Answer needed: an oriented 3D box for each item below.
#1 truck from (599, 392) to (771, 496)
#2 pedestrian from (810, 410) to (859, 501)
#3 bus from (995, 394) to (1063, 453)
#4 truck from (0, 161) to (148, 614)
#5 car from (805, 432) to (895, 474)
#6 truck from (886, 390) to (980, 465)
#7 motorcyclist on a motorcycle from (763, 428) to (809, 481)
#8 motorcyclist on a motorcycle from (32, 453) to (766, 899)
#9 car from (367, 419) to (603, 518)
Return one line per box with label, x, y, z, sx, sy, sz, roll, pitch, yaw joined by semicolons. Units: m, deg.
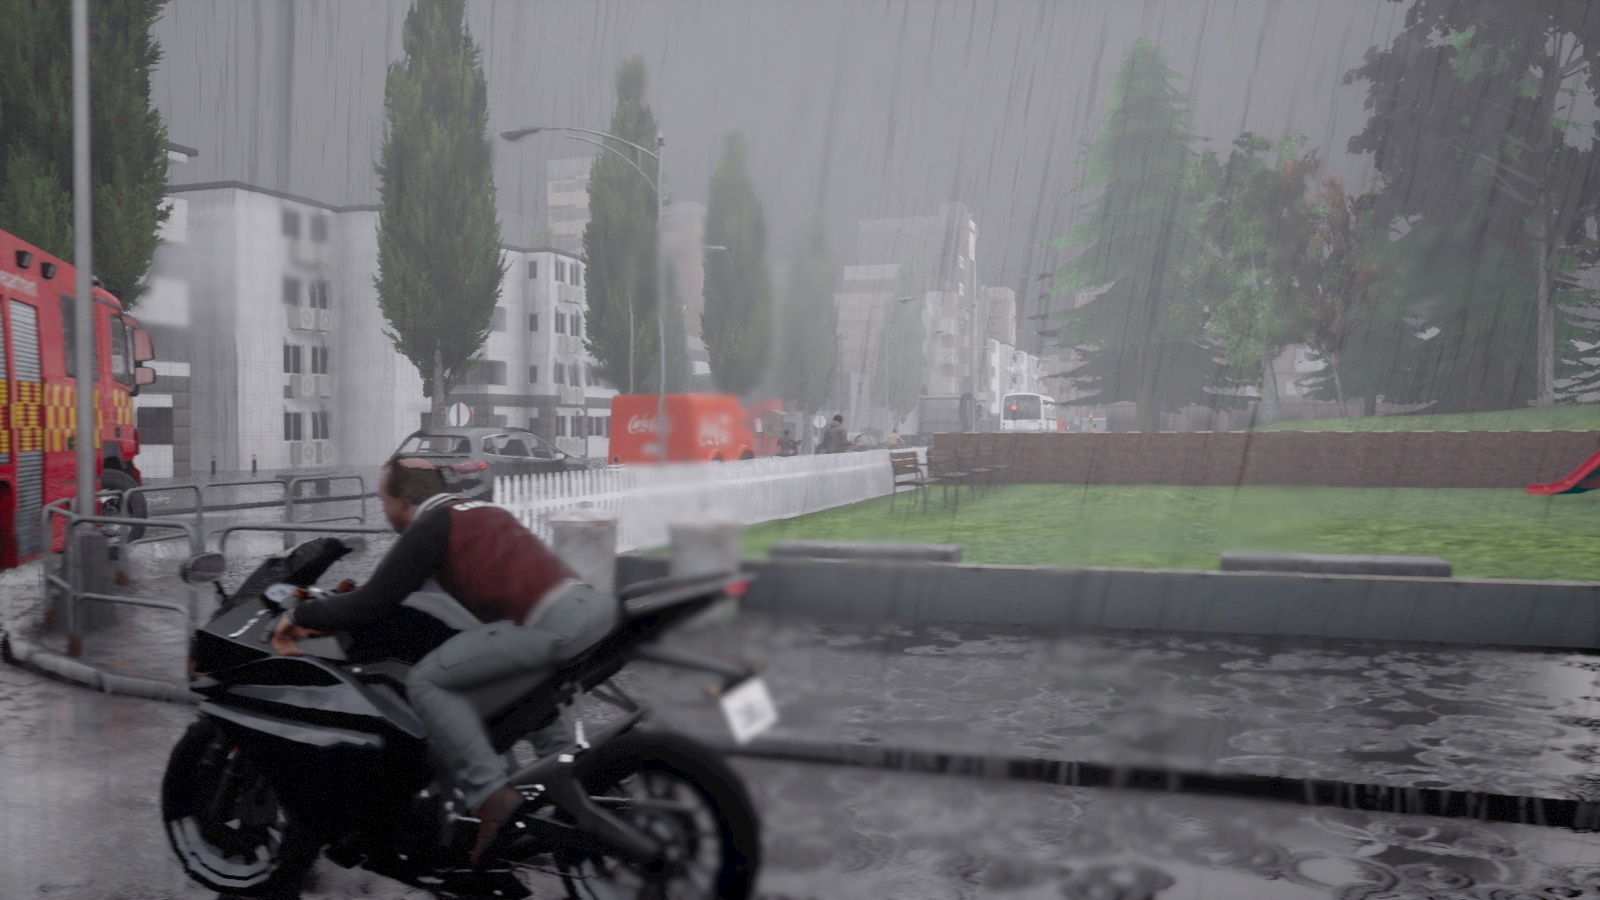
truck;-2.872;-0.190;32.785;2.627;2.467;5.204;1;1;18
pedestrian;0.749;0.105;27.333;0.659;1.952;0.873;1;1;38
bus;17.861;-2.026;97.256;3.944;4.253;10.273;1;1;17
truck;-8.878;-0.568;12.459;2.891;3.827;8.468;0;1;-18
car;1.958;0.077;47.657;2.163;1.488;4.792;1;1;18
truck;6.713;-1.120;62.379;2.891;3.462;7.936;1;1;19
motorcyclist on a motorcycle;-0.420;0.135;40.339;0.766;1.649;2.350;1;1;18
motorcyclist on a motorcycle;-1.292;0.791;4.116;2.191;1.530;0.866;1;1;18
car;-5.800;0.271;23.819;2.242;1.667;4.611;1;1;18
